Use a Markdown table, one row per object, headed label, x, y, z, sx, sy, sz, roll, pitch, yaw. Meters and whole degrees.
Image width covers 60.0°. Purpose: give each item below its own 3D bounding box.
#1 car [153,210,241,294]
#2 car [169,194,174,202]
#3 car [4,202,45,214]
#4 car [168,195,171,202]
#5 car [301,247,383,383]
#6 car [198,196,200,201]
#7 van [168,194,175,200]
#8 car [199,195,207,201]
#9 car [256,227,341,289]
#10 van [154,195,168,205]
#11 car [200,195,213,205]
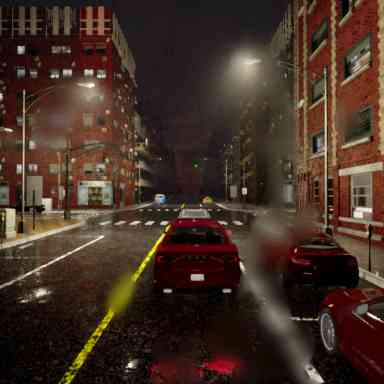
| label | x | y | z | sx | sy | sz | roll | pitch | yaw |
| --- | --- | --- | --- | --- | --- | --- | --- | --- | --- |
| car | 0.101 | 1.481 | 8.880 | 1.882 | 1.535 | 5.008 | 0 | 0 | 0 |
| car | -5.647 | 1.618 | 75.086 | 1.802 | 1.307 | 4.206 | 1 | 0 | 0 |
| car | -18.695 | 1.735 | 37.225 | 4.313 | 1.339 | 1.947 | 0 | -1 | 0 |
| car | -5.652 | 1.612 | 63.782 | 1.802 | 1.307 | 4.206 | 1 | 0 | 0 |
| car | 2.668 | 1.583 | 3.177 | 1.802 | 1.307 | 4.206 | 1 | 0 | 0 |
| car | 2.736 | 1.584 | 80.697 | 1.887 | 1.381 | 4.507 | 1 | 0 | 0 |
| van | -5.636 | 1.389 | 92.043 | 1.690 | 1.788 | 3.998 | 1 | 0 | 0 |
| car | 2.738 | 1.610 | 86.348 | 1.947 | 1.339 | 4.313 | 1 | 0 | 0 |
| car | 2.841 | 1.586 | 8.833 | 1.802 | 1.307 | 4.206 | 1 | 0 | 0 |
| van | -5.651 | 1.368 | 58.130 | 1.690 | 1.788 | 3.998 | 1 | 0 | 0 |
| car | 2.726 | 1.552 | 58.257 | 1.752 | 1.417 | 4.829 | 1 | 0 | 0 |
